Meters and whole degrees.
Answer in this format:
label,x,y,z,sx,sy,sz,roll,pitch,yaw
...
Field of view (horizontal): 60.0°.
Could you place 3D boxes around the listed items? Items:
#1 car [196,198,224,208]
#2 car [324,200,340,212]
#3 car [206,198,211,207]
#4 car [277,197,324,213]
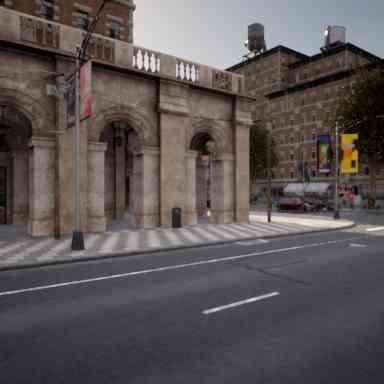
label,x,y,z,sx,sy,sz,roll,pitch,yaw
car,2.564,1.563,49.478,1.994,1.385,4.181,0,0,-36
car,14.634,1.503,38.670,1.837,1.490,4.892,0,0,-36
car,1.151,1.594,46.040,1.895,1.301,4.718,0,0,-36
car,11.627,1.351,36.776,2.097,1.767,4.553,0,0,-35
